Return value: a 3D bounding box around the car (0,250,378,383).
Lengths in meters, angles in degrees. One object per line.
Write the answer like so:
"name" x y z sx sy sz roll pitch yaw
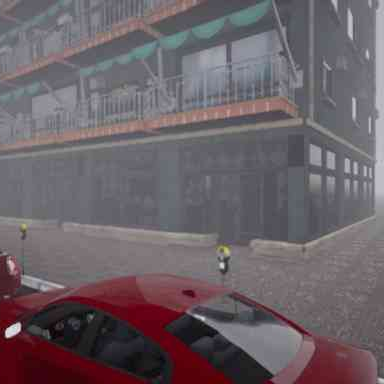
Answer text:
"car" -0.633 1.534 3.330 4.507 1.381 1.887 0 0 36

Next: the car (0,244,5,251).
"car" -5.218 1.404 6.609 4.097 1.590 1.967 0 0 36
